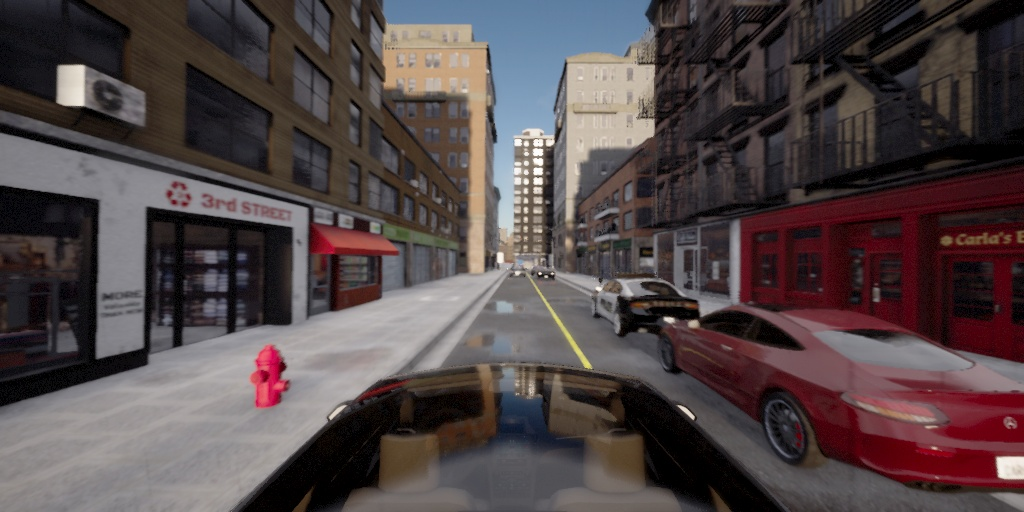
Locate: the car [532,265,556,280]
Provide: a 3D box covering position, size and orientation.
[{"bbox_3d":[3.408,1.788,37.380,1.895,1.301,4.718,1,-1,1],"label":"car"}]

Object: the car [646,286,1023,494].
[{"bbox_3d":[3.598,1.347,4.822,1.812,1.442,4.674,1,-1,1],"label":"car"}]

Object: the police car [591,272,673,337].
[{"bbox_3d":[3.705,1.316,10.932,1.930,1.638,5.238,1,-1,1],"label":"police car"}]

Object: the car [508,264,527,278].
[{"bbox_3d":[0.639,1.686,40.419,2.128,1.511,4.902,1,-1,1],"label":"car"}]
